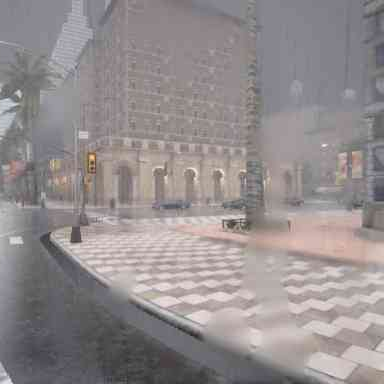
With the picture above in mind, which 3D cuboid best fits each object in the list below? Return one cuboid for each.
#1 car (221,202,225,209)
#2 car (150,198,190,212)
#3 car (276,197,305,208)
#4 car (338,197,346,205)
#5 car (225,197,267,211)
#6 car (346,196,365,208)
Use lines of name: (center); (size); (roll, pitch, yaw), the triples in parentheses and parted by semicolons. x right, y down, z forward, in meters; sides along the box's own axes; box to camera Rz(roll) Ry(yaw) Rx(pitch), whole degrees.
car: (5.973, 1.564, 44.336); (4.181, 1.385, 1.994); (0, 0, -29)
car: (-2.576, 1.492, 39.399); (4.902, 1.511, 2.128); (0, 0, -28)
car: (14.613, 1.505, 49.329); (4.892, 1.490, 1.837); (0, 0, -30)
car: (26.894, 1.493, 56.448); (4.902, 1.511, 2.128); (0, 0, -30)
car: (6.894, 1.505, 40.610); (4.892, 1.490, 1.837); (0, 0, -30)
car: (24.548, 1.547, 46.797); (5.357, 1.411, 2.033); (0, 0, -31)
